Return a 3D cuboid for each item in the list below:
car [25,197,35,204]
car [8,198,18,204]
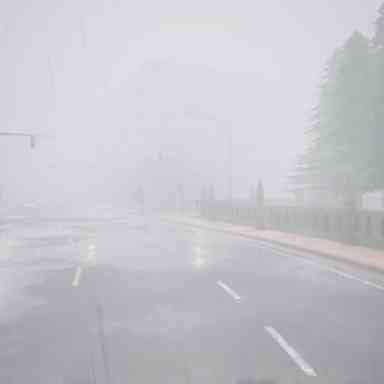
[{"bbox_3d":[-37.261,1.995,76.650,2.128,1.511,4.902,0,0,-26],"label":"car"},{"bbox_3d":[-40.408,2.043,75.118,1.994,1.385,4.181,0,0,-26],"label":"car"}]
